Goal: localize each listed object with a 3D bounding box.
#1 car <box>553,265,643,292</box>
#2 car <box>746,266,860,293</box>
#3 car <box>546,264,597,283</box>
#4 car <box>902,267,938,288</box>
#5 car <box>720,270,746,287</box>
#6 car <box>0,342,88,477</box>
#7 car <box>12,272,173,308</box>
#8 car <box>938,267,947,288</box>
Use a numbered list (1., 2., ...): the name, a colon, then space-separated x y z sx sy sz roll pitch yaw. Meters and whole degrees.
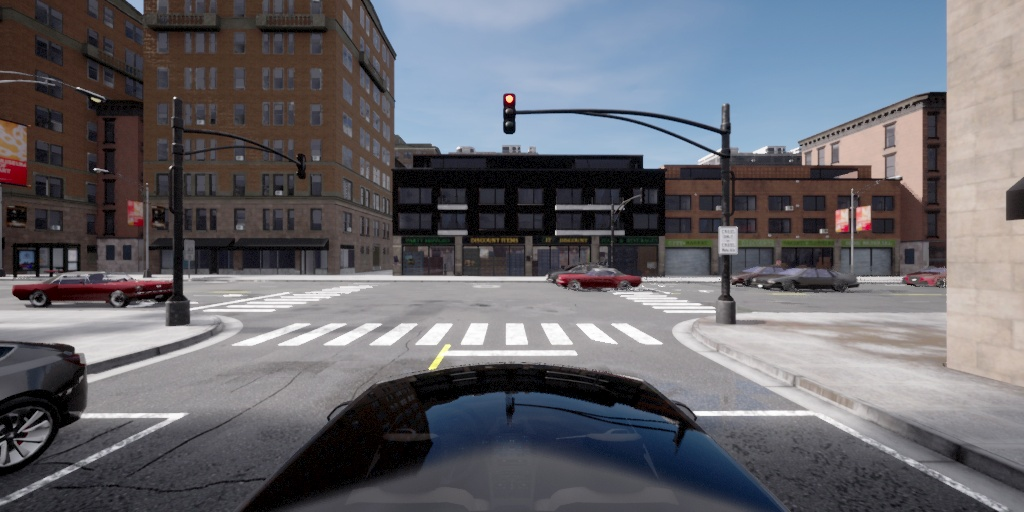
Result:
1. car: 5.044 1.383 21.177 4.718 1.301 1.895 0 0 -1
2. car: 17.411 1.394 21.340 5.357 1.411 2.033 0 0 -1
3. car: 4.791 1.287 24.425 4.892 1.490 1.837 1 0 -1
4. car: 29.738 1.476 24.739 4.181 1.385 1.994 0 0 0
5. car: 17.344 1.393 24.588 5.357 1.411 2.033 0 0 -1
6. car: -5.388 1.316 2.038 1.948 1.339 4.313 0 0 -1
7. car: -16.204 1.280 14.193 4.718 1.301 1.895 0 0 -1
8. car: 29.542 1.458 21.499 5.357 1.411 2.033 0 0 -1
